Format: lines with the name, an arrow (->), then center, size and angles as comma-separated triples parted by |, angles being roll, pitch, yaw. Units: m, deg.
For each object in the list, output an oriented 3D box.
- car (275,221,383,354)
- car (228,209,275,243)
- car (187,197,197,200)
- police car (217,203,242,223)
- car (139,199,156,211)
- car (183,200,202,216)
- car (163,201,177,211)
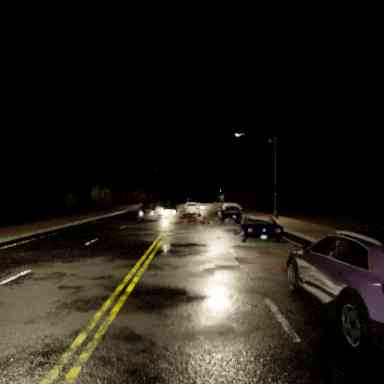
car -> 3.249, 1.499, 6.233 | 2.033, 1.649, 4.856 | 0, -1, 0
car -> 3.249, 1.785, 17.261 | 1.895, 1.301, 4.718 | 0, -1, 0
car -> 0.092, 2.062, 55.679 | 1.882, 1.535, 5.008 | 0, 0, 0
police car -> 3.247, 1.725, 28.342 | 1.930, 1.638, 5.238 | 0, -1, 0
car -> -6.528, 1.870, 49.311 | 2.097, 1.767, 4.553 | 0, 0, 0
car -> -0.020, 1.919, 37.255 | 1.812, 1.442, 4.674 | 0, -1, 0
car -> -3.269, 2.096, 50.551 | 1.994, 1.385, 4.181 | 0, -1, 0
